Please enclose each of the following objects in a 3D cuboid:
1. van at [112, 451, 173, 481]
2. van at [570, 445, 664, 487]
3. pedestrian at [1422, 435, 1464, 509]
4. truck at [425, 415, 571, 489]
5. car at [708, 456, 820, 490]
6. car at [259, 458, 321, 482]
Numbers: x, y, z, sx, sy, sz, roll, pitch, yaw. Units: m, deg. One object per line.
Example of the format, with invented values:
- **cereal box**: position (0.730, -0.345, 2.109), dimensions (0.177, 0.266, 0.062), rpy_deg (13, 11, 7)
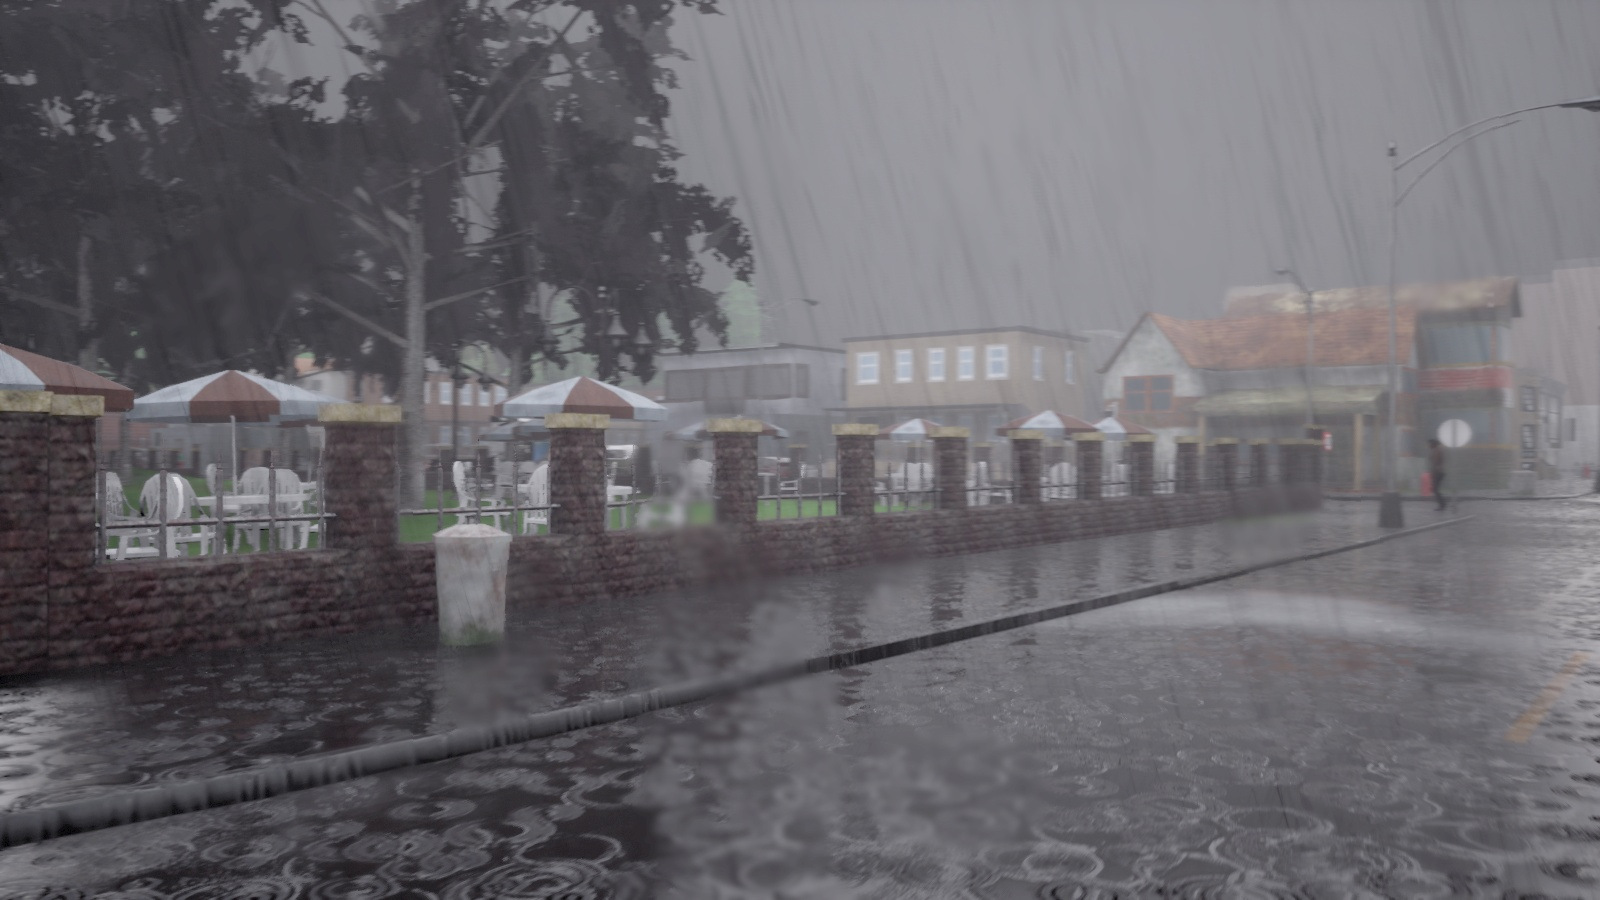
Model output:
- **van**: position (-44.276, 1.062, 84.538), dimensions (4.442, 1.987, 1.775), rpy_deg (0, 0, 35)
- **van**: position (-9.176, 0.799, 62.844), dimensions (4.480, 2.038, 2.069), rpy_deg (0, 0, 38)
- **pedestrian**: position (15.858, 0.541, 30.971), dimensions (0.328, 1.805, 0.869), rpy_deg (0, 0, -37)
- **truck**: position (-15.058, 0.113, 62.307), dimensions (7.936, 3.462, 2.891), rpy_deg (0, 0, 40)
- **car**: position (-1.655, 1.020, 57.104), dimensions (4.792, 1.488, 2.163), rpy_deg (0, 0, 37)
- **car**: position (-32.922, 1.264, 81.079), dimensions (3.633, 1.501, 1.845), rpy_deg (0, 0, 29)
